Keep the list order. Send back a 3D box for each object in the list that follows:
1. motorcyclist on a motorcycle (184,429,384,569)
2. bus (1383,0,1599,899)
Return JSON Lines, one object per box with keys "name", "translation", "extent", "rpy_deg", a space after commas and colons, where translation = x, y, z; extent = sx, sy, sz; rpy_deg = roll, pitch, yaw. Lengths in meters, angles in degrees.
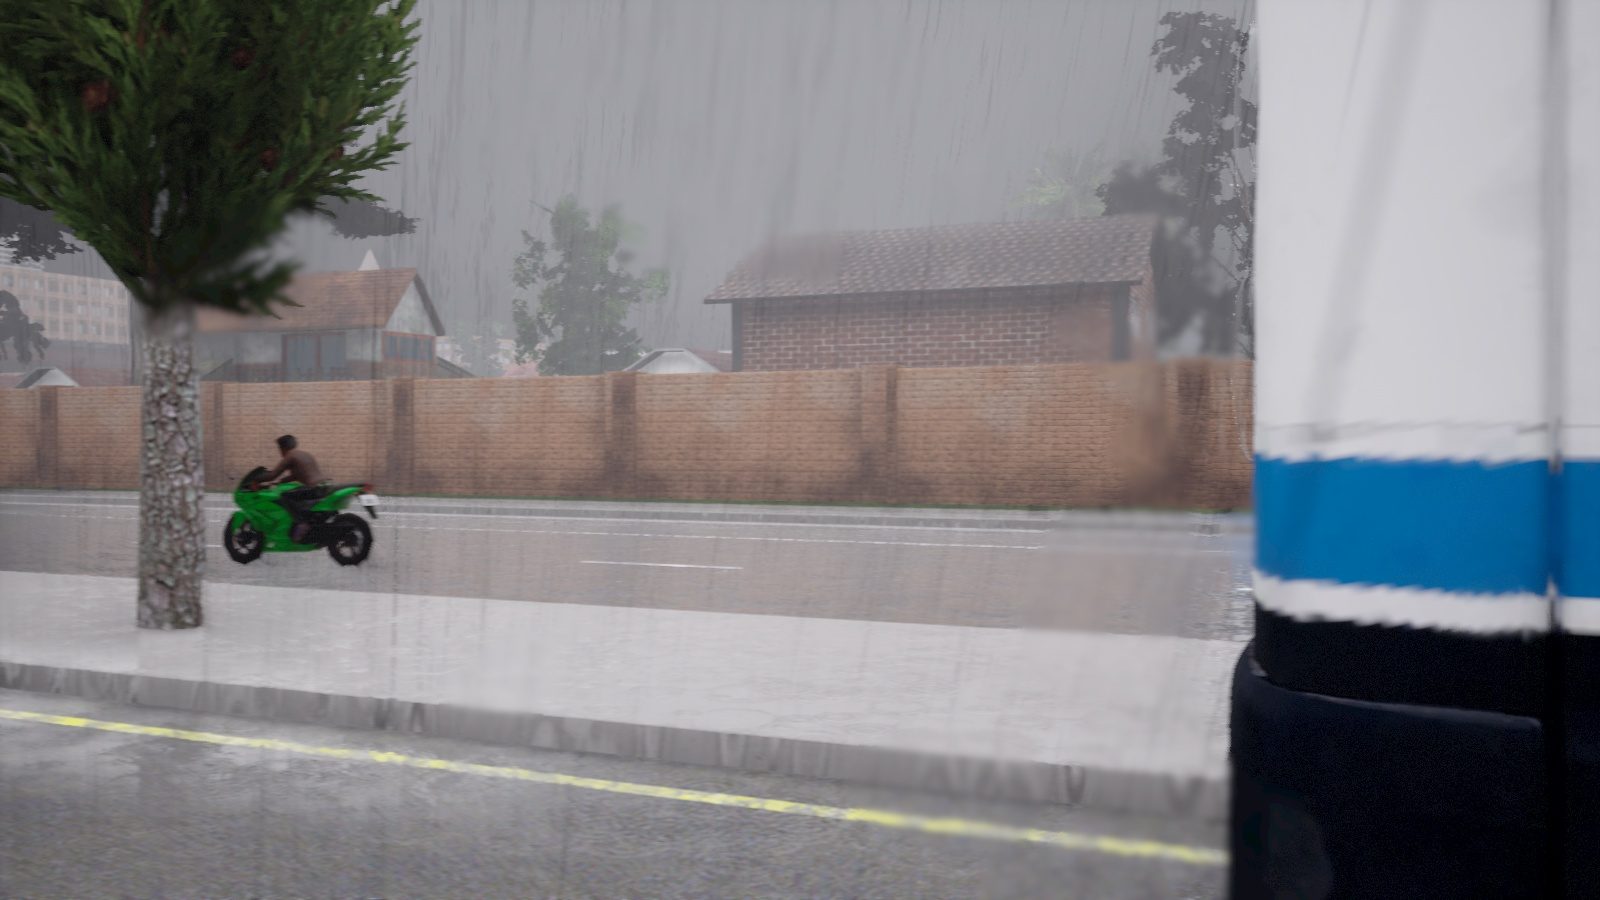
{"name": "motorcyclist on a motorcycle", "translation": [-5.902, 0.535, 14.382], "extent": [2.044, 1.523, 0.797], "rpy_deg": [1, 0, 15]}
{"name": "bus", "translation": [6.145, -0.538, 0.755], "extent": [10.273, 4.253, 3.944], "rpy_deg": [1, 1, 22]}
